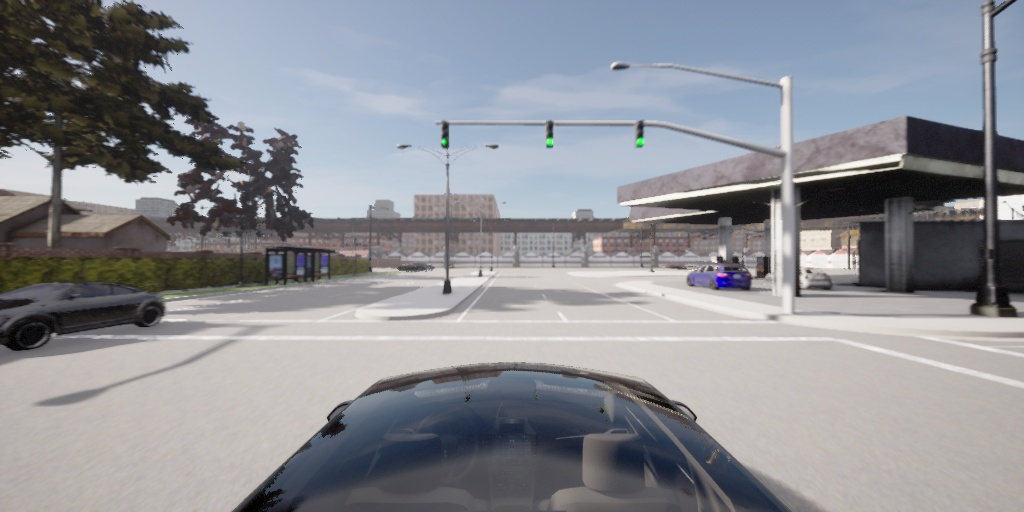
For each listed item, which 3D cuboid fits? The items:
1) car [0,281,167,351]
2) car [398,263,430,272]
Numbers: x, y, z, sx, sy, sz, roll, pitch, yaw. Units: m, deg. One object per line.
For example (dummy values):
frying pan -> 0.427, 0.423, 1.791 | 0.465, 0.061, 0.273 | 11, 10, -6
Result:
car -> -11.497, 1.353, 9.128 | 1.994, 1.385, 4.181 | 0, 0, 0
car -> -17.182, 2.036, 62.200 | 4.718, 1.301, 1.895 | 0, -1, 1
